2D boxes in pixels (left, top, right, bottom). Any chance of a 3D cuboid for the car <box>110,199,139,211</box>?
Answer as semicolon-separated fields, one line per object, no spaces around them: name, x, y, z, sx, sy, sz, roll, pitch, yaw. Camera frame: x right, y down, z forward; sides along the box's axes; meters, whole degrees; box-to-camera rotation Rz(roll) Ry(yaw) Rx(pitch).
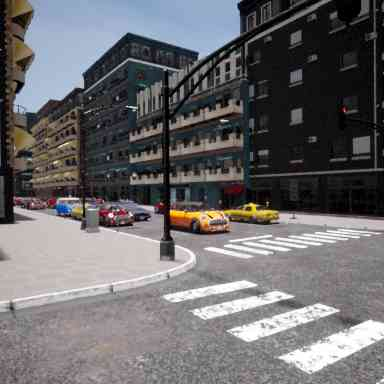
car;-8.602;1.581;42.348;2.008;1.369;4.403;-1;1;-35

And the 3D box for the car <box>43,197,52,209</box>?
car;-19.318;1.623;47.541;1.882;1.535;5.008;-1;0;-35

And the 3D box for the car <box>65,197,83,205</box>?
car;-21.456;1.645;60.371;2.008;1.369;4.403;-1;1;-35

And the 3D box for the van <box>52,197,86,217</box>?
van;-12.214;1.483;32.975;1.690;1.788;3.998;-1;1;-35

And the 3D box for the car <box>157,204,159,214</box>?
car;-2.177;1.441;33.335;1.967;1.590;4.097;-1;1;-35

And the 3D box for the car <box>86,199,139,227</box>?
car;-5.786;1.553;23.966;1.967;1.590;4.097;-1;1;-35

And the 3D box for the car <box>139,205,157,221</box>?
car;-5.374;1.629;27.850;2.033;1.411;5.357;-1;0;-35

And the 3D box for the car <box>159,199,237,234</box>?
car;0.203;1.409;20.022;2.097;1.767;4.553;-1;0;-35

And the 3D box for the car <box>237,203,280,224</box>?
car;4.152;1.498;24.463;1.752;1.417;4.829;-1;1;-35

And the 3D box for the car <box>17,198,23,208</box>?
car;-25.064;1.769;51.000;1.947;1.339;4.313;-1;1;-35

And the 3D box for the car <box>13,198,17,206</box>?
car;-31.491;1.782;60.012;1.887;1.381;4.507;-1;1;-35

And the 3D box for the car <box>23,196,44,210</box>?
car;-21.853;1.628;46.494;1.967;1.590;4.097;-1;1;-35

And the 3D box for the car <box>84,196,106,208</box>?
car;-15.031;1.502;51.358;1.967;1.590;4.097;-1;1;-35

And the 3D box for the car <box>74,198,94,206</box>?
car;-18.242;1.643;55.865;1.947;1.339;4.313;-1;1;-35

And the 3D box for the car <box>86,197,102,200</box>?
car;-11.312;1.460;36.185;2.097;1.767;4.553;-1;1;-35

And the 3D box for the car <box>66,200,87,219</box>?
car;-8.899;1.652;28.333;1.752;1.417;4.829;-1;1;-35

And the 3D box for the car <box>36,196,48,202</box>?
car;-37.522;1.728;82.901;1.887;1.381;4.507;-1;1;-35
